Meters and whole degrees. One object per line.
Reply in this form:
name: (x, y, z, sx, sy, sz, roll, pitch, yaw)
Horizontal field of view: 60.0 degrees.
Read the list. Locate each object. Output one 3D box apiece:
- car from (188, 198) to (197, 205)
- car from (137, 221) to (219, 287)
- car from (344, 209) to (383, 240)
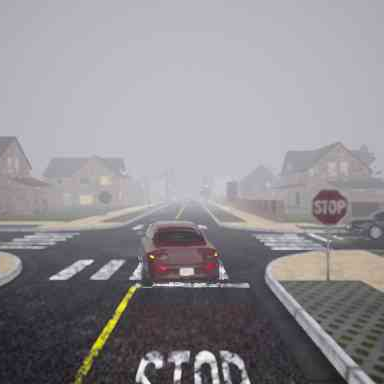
car: (0.017, 1.885, 69.070, 2.033, 1.411, 5.357, 0, 0, 0)
car: (-0.533, 1.542, 9.384, 1.812, 1.442, 4.674, 0, 0, -11)
car: (10.474, 1.598, 17.183, 4.892, 1.490, 1.837, 0, 0, 0)
